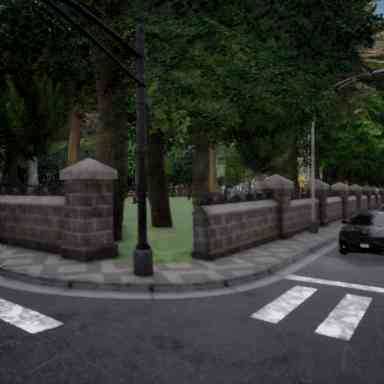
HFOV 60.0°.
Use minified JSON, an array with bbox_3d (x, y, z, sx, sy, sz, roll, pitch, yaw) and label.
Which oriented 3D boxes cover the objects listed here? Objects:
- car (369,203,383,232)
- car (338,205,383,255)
[{"bbox_3d":[12.510,1.524,20.617,2.128,1.511,4.902,0,0,35],"label":"car"},{"bbox_3d":[7.078,1.493,12.923,1.882,1.535,5.008,0,0,35],"label":"car"}]
